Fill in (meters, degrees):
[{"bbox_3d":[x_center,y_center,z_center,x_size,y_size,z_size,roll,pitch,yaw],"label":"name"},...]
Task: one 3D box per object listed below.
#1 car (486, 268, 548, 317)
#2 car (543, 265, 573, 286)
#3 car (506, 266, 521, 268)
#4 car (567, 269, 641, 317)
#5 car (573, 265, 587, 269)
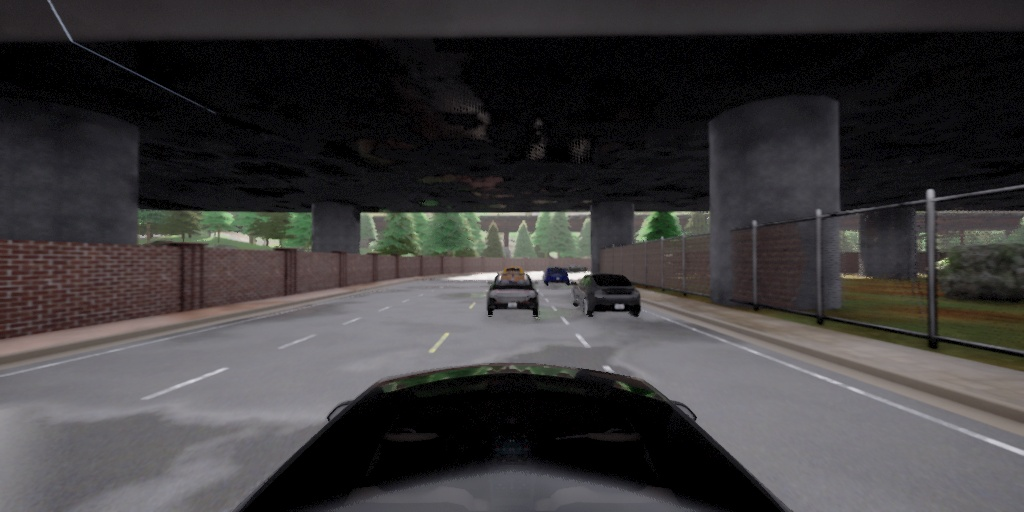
[{"bbox_3d":[0.040,1.414,14.104,2.128,1.511,4.902,0,-1,1],"label":"car"},{"bbox_3d":[3.656,1.625,30.302,1.882,1.535,5.008,0,0,2],"label":"car"},{"bbox_3d":[0.160,1.625,30.310,1.882,1.535,5.008,0,0,2],"label":"car"},{"bbox_3d":[3.540,1.429,14.137,1.837,1.490,4.892,0,0,1],"label":"car"},{"bbox_3d":[10.223,2.169,60.600,4.718,1.301,1.895,0,-1,-23],"label":"car"}]
